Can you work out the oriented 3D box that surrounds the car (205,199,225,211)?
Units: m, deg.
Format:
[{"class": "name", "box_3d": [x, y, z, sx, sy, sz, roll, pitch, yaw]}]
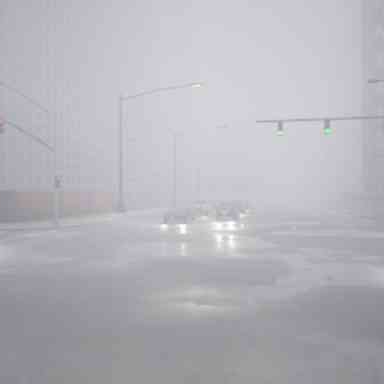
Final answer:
[{"class": "car", "box_3d": [3.238, 1.773, 46.074, 1.882, 1.535, 5.008, 0, 0, 13]}]

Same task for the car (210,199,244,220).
[{"class": "car", "box_3d": [3.334, 1.686, 30.759, 2.128, 1.511, 4.902, 0, 0, 13]}]

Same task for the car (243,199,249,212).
[{"class": "car", "box_3d": [5.385, 1.754, 39.743, 1.837, 1.490, 4.892, 0, 0, 13]}]

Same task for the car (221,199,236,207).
[{"class": "car", "box_3d": [6.716, 1.933, 60.970, 2.033, 1.411, 5.357, 0, 0, 13]}]

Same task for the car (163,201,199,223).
[{"class": "car", "box_3d": [-0.959, 1.710, 27.591, 1.812, 1.442, 4.674, 0, 0, 13]}]

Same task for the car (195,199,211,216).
[{"class": "car", "box_3d": [0.974, 1.588, 36.177, 2.097, 1.767, 4.553, 0, 0, 13]}]
